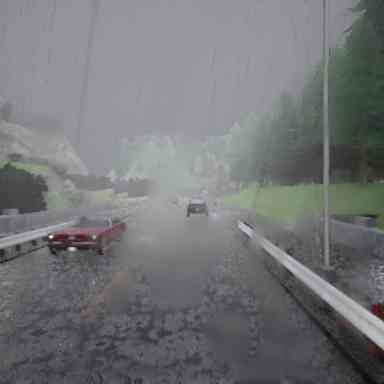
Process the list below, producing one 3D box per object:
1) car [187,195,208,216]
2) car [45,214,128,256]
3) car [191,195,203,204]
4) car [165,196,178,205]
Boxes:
[{"bbox_3d":[0.522,1.377,31.524,1.882,1.535,5.008,0,0,1],"label":"car"},{"bbox_3d":[-3.933,1.567,13.179,1.895,1.301,4.718,0,0,1],"label":"car"},{"bbox_3d":[0.909,1.304,58.758,2.128,1.511,4.902,0,0,1],"label":"car"},{"bbox_3d":[-3.283,1.383,54.565,2.033,1.411,5.357,0,0,1],"label":"car"}]
